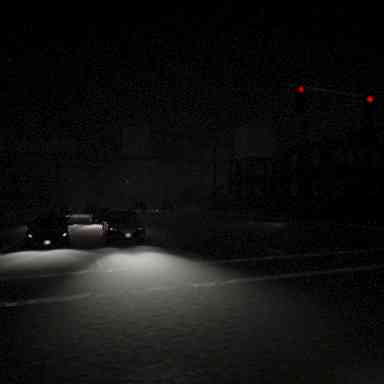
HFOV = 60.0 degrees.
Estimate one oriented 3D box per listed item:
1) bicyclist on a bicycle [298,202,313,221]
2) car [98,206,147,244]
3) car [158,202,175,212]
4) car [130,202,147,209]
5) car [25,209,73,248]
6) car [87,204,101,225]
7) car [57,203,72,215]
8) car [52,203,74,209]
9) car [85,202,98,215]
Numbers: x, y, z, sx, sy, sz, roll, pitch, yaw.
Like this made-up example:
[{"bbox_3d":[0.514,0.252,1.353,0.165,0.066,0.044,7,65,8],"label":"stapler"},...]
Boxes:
[{"bbox_3d":[9.829,1.665,28.760,1.656,1.620,0.582,0,-1,-20],"label":"bicyclist on a bicycle"},{"bbox_3d":[-3.668,1.757,17.629,2.128,1.511,4.902,0,-1,-18],"label":"car"},{"bbox_3d":[-3.864,2.249,50.419,1.812,1.442,4.674,0,-1,-15],"label":"car"},{"bbox_3d":[-8.229,2.249,50.621,1.837,1.490,4.892,0,-1,-24],"label":"car"},{"bbox_3d":[-7.102,1.815,16.792,2.033,1.411,5.357,0,-1,-20],"label":"car"},{"bbox_3d":[-7.682,1.999,28.723,1.994,1.385,4.181,0,-1,-20],"label":"car"},{"bbox_3d":[-17.078,2.232,44.741,1.837,1.490,4.892,0,-1,-20],"label":"car"},{"bbox_3d":[-11.628,1.987,29.389,1.812,1.442,4.674,0,-1,-20],"label":"car"},{"bbox_3d":[-13.232,2.155,44.349,1.882,1.535,5.008,0,-1,-20],"label":"car"}]
